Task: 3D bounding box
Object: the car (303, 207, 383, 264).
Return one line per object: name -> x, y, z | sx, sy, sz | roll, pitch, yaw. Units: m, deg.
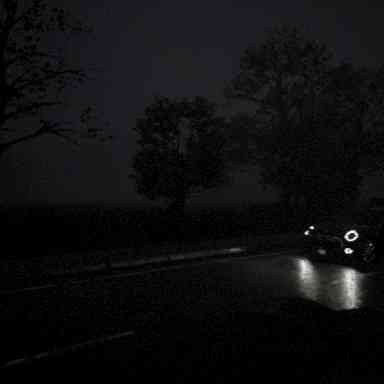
car -> 6.111, 1.346, 11.841 | 4.553, 1.767, 2.097 | 0, 0, -30
